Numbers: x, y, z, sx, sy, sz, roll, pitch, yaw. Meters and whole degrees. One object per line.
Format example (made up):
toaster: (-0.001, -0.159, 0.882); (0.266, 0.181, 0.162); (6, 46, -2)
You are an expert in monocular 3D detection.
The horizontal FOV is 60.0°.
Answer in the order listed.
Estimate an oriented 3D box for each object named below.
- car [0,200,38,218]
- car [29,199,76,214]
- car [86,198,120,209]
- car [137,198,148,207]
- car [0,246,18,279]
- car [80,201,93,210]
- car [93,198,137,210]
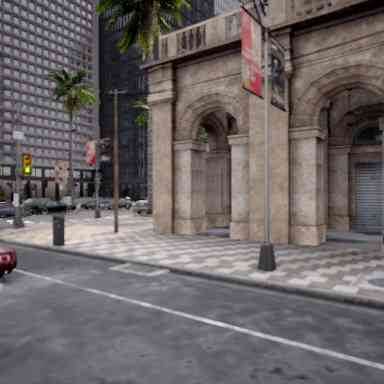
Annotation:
car: (-16.433, 1.690, 29.554); (1.994, 1.385, 4.181); (0, 0, 36)
car: (-15.483, 1.742, 37.204); (1.895, 1.301, 4.718); (0, 0, 36)
car: (-13.637, 1.682, 51.051); (2.161, 1.482, 4.786); (0, 0, 35)
car: (-7.248, 1.682, 54.615); (1.812, 1.442, 4.674); (0, 0, 35)
car: (-6.649, 1.644, 8.863); (4.718, 1.301, 1.895); (0, 0, 38)
car: (-12.959, 1.703, 46.706); (2.033, 1.411, 5.357); (0, 0, 36)
car: (-10.185, 1.633, 44.564); (2.128, 1.511, 4.902); (0, 0, 36)
